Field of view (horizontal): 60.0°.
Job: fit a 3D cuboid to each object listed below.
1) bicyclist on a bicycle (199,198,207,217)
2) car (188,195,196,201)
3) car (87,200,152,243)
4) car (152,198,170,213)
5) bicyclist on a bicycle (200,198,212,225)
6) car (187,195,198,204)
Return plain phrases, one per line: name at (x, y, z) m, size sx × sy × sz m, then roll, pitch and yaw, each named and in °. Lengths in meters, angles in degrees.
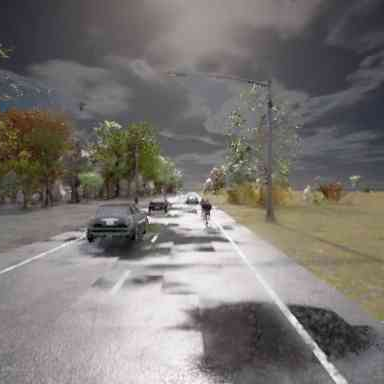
bicyclist on a bicycle at (0.969, 1.332, 29.613) m, size 0.582 × 1.620 × 1.656 m, roll 0°, pitch 0°, yaw 0°
car at (0.010, 1.297, 74.602) m, size 1.895 × 1.301 × 4.718 m, roll 0°, pitch 0°, yaw 0°
car at (-3.400, 1.287, 15.929) m, size 2.097 × 1.767 × 4.553 m, roll 0°, pitch 0°, yaw 0°
car at (-3.397, 1.335, 35.031) m, size 1.882 × 1.535 × 5.008 m, roll 0°, pitch 0°, yaw 0°
bicyclist on a bicycle at (0.968, 1.285, 20.821) m, size 0.659 × 1.776 × 1.843 m, roll 0°, pitch 0°, yaw 0°
car at (0.089, 1.335, 56.945) m, size 1.994 × 1.385 × 4.181 m, roll 0°, pitch 0°, yaw 0°
